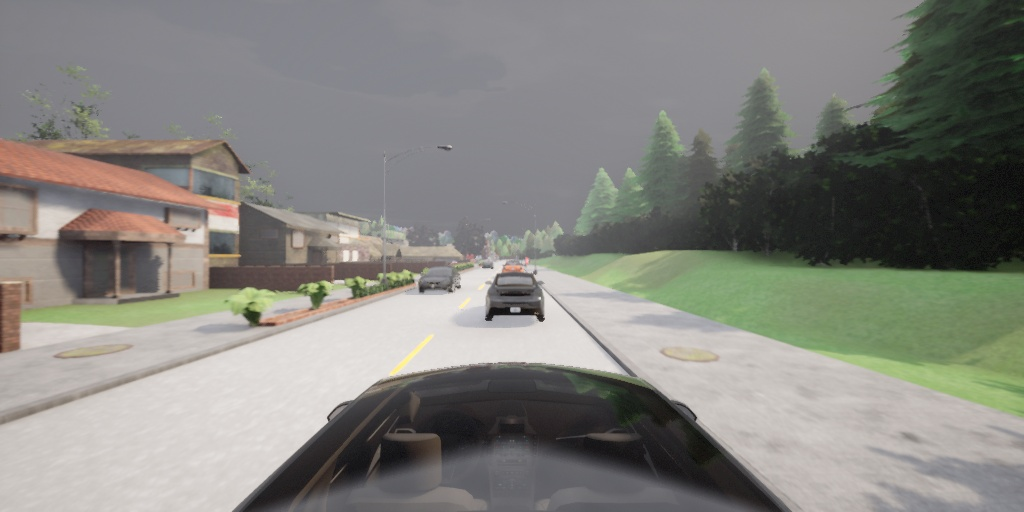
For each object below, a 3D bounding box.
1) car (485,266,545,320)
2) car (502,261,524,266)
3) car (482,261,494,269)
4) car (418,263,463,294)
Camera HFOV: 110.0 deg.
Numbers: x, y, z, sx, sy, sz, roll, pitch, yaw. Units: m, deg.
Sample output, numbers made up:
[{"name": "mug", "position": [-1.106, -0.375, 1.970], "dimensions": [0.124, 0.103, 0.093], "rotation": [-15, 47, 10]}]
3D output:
[{"name": "car", "position": [0.095, 1.304, 12.802], "dimensions": [1.837, 1.490, 4.892], "rotation": [0, 0, 0]}, {"name": "car", "position": [0.082, 1.246, 35.676], "dimensions": [2.097, 1.767, 4.553], "rotation": [0, 0, 0]}, {"name": "car", "position": [-4.067, 1.551, 61.283], "dimensions": [2.033, 1.411, 5.357], "rotation": [0, 0, 1]}, {"name": "car", "position": [-4.109, 1.337, 21.042], "dimensions": [1.837, 1.490, 4.892], "rotation": [0, 0, 0]}]
